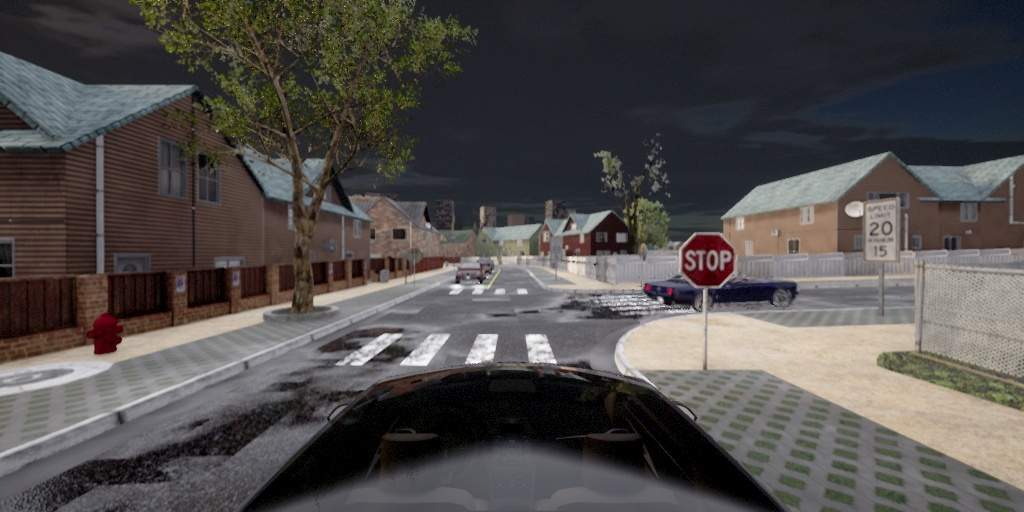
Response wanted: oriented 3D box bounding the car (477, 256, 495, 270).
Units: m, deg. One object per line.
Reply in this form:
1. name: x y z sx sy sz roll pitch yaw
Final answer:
1. car: -3.395 0.858 45.883 2.097 1.767 4.553 0 0 -6

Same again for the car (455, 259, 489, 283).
1. car: -2.921 1.135 26.026 1.812 1.442 4.674 0 0 0

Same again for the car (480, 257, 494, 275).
1. car: -3.008 1.117 35.644 1.994 1.385 4.181 0 0 -1

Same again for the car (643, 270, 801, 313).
1. car: 7.107 1.088 12.218 4.718 1.301 1.895 -1 0 -10
